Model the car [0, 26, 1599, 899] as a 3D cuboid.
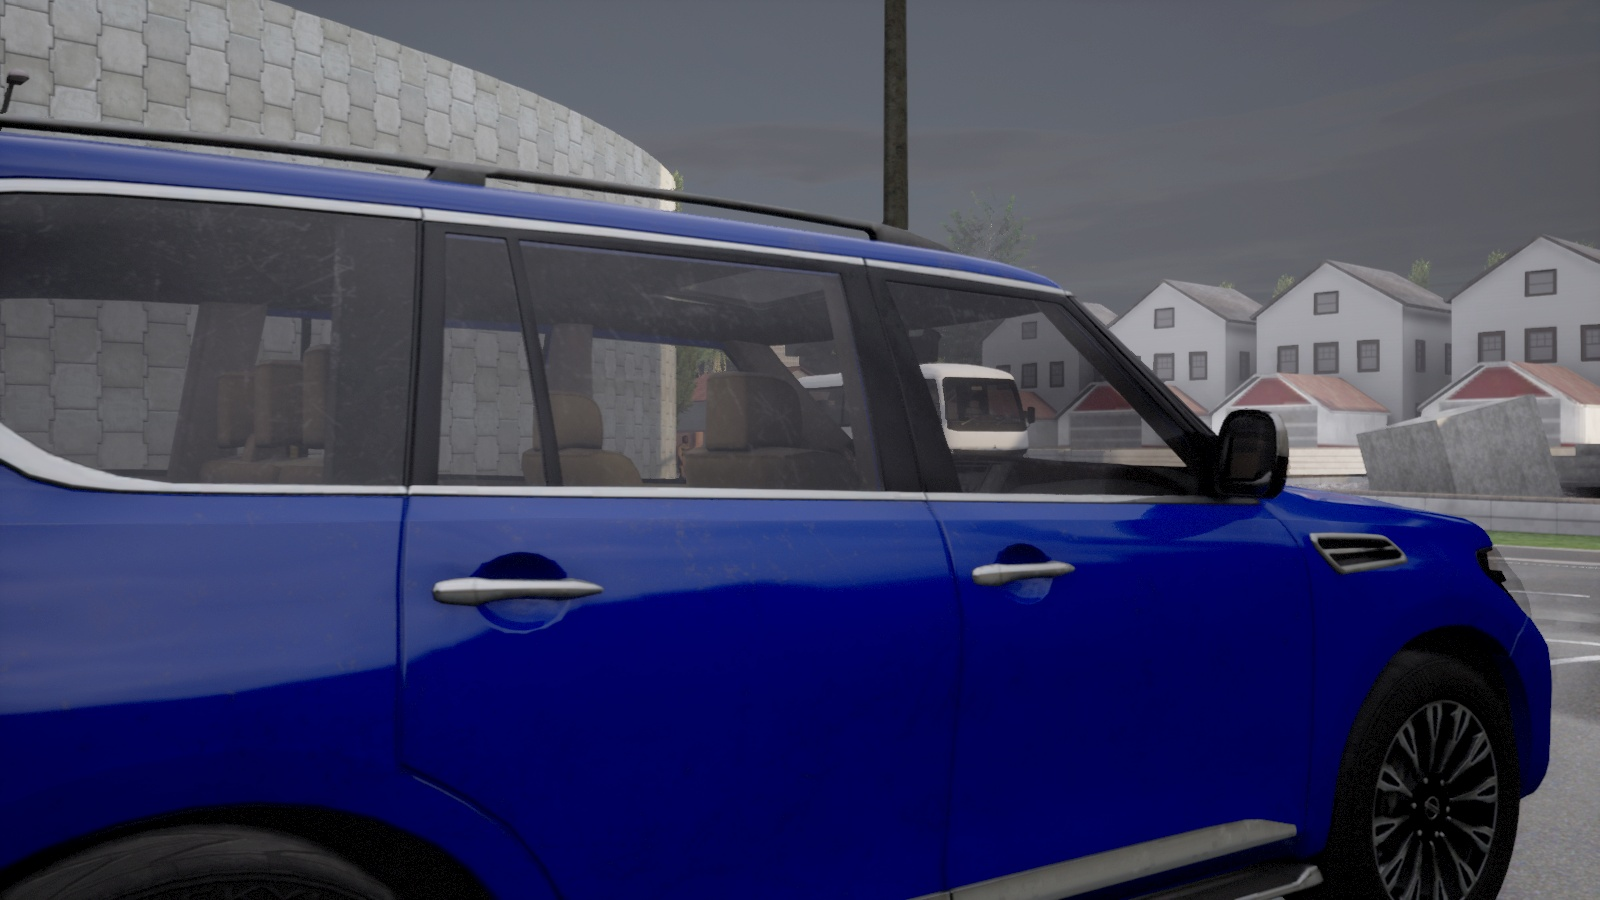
[{"bbox_3d":[-0.212,0.466,3.494,5.566,2.045,2.150,0,0,-34],"label":"car"}]
